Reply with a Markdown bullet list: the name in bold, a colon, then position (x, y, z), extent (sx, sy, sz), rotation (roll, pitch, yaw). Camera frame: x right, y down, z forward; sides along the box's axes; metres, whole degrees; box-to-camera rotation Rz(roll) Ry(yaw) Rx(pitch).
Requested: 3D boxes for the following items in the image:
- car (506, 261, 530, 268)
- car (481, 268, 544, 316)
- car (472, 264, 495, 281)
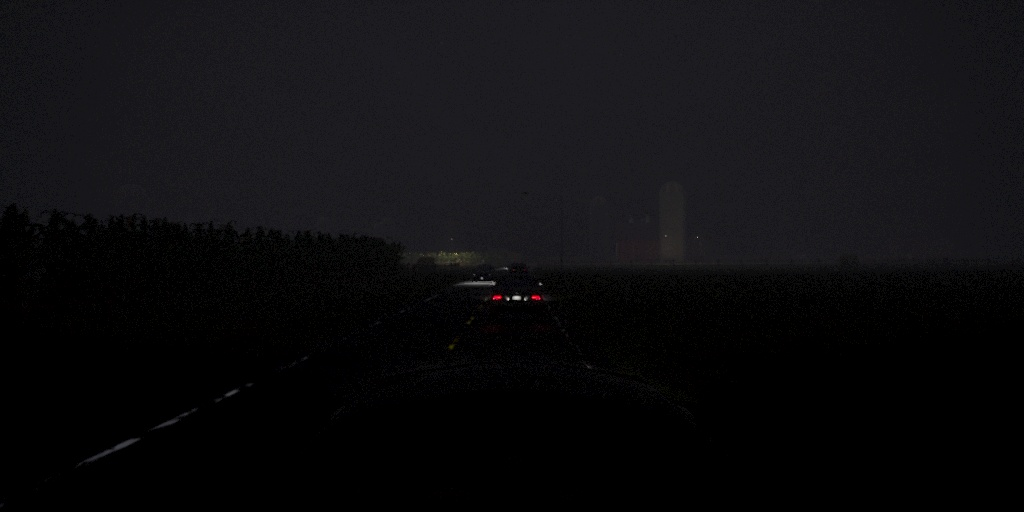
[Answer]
- **car**: position (0.646, 1.413, 33.852), extent (1.837, 1.490, 4.892), rotation (0, 0, 2)
- **car**: position (0.181, 1.356, 13.590), extent (2.033, 1.411, 5.357), rotation (0, 0, 1)
- **car**: position (-2.371, 1.446, 31.915), extent (2.033, 1.411, 5.357), rotation (0, 0, 2)
